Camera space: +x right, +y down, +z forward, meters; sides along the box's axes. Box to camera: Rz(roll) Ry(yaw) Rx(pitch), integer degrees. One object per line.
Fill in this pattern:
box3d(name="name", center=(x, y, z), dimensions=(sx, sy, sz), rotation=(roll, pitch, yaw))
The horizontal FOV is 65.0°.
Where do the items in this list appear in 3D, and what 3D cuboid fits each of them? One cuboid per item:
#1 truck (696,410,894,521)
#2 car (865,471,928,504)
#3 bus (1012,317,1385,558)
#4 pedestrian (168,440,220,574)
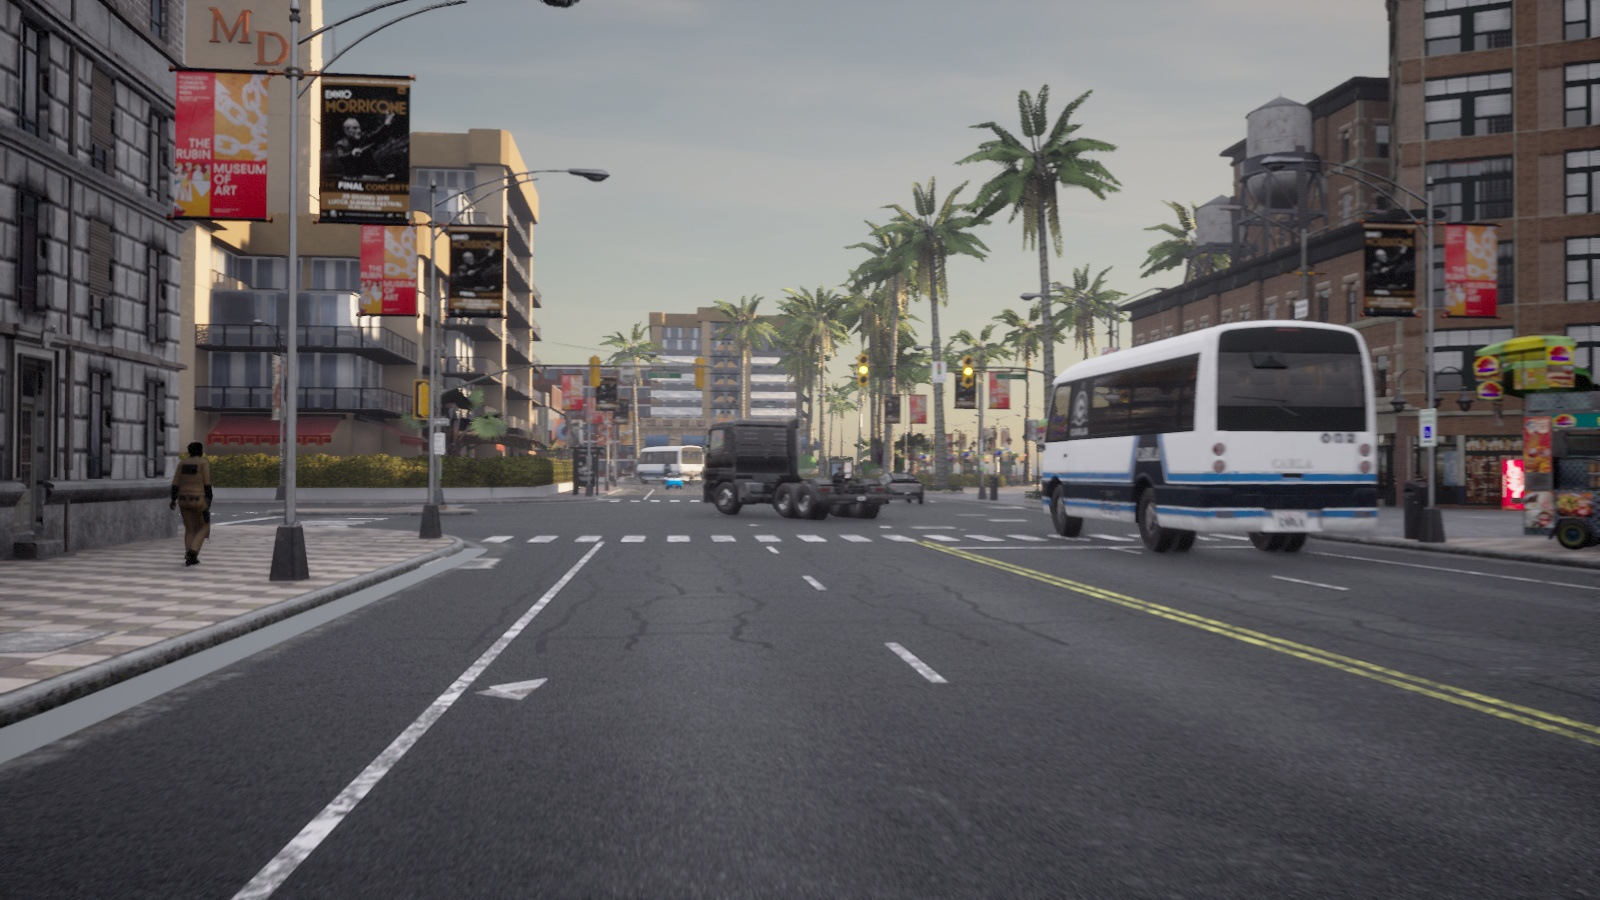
box3d(name="truck", center=(-0.361, 0.560, 43.312), dimensions=(2.891, 3.462, 7.936), rotation=(1, -1, -34))
box3d(name="car", center=(4.579, 1.758, 60.308), dimensions=(2.128, 1.511, 4.902), rotation=(0, -1, -6))
box3d(name="bus", center=(7.965, -0.143, 27.408), dimensions=(3.944, 4.253, 10.273), rotation=(0, -1, -6))
box3d(name="pedestrian", center=(-8.911, 0.826, 18.476), dimensions=(0.396, 1.930, 0.692), rotation=(0, -1, 3))
